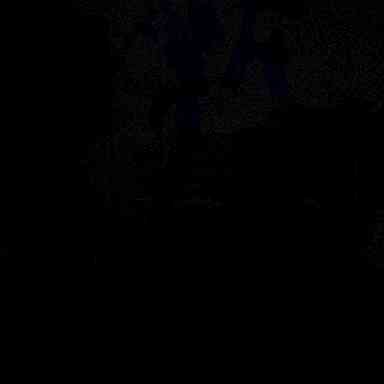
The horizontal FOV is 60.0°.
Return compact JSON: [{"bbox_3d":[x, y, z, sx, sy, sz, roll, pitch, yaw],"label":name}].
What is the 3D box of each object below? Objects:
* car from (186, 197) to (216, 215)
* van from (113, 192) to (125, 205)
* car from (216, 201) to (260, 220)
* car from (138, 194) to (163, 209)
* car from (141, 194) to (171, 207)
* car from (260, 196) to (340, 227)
[{"bbox_3d":[1.174,1.252,31.606,1.967,1.590,4.097,-1,1,-35],"label":"car"},{"bbox_3d":[-11.366,0.909,49.202,1.690,1.788,3.998,-1,1,-35],"label":"van"},{"bbox_3d":[4.310,1.442,27.209,1.947,1.339,4.313,-1,1,-35],"label":"car"},{"bbox_3d":[-5.095,1.270,40.407,1.802,1.307,4.206,-1,1,-35],"label":"car"},{"bbox_3d":[-4.896,1.066,44.518,1.882,1.535,5.008,-2,2,-35],"label":"car"},{"bbox_3d":[7.444,1.257,22.805,2.192,1.841,5.009,-1,1,-35],"label":"car"}]
